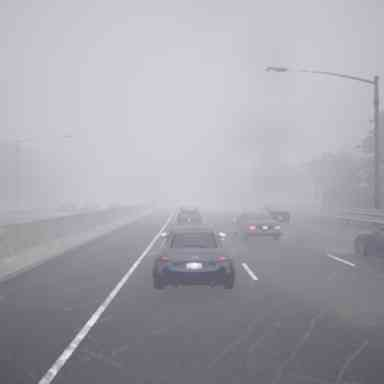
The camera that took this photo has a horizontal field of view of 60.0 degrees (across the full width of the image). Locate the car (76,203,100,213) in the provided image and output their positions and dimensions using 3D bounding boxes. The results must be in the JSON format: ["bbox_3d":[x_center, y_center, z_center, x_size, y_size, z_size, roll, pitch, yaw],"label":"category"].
[{"bbox_3d":[-15.165,2.334,49.753,2.033,1.411,5.357,0,-1,-2],"label":"car"}]

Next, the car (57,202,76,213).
[{"bbox_3d":[-18.677,2.303,50.060,1.837,1.490,4.892,0,-2,-2],"label":"car"}]

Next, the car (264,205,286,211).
[{"bbox_3d":[6.705,1.862,27.991,1.882,1.535,5.008,0,-1,-1],"label":"car"}]

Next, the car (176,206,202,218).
[{"bbox_3d":[-0.250,1.850,26.227,2.128,1.511,4.902,0,-1,-1],"label":"car"}]

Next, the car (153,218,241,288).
[{"bbox_3d":[0.030,1.656,9.508,1.994,1.385,4.181,0,-1,-1],"label":"car"}]

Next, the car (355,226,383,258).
[{"bbox_3d":[7.025,1.629,10.559,1.812,1.442,4.674,0,-1,-1],"label":"car"}]

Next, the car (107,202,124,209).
[{"bbox_3d":[-11.711,2.327,51.255,1.882,1.535,5.008,0,-1,-3],"label":"car"}]

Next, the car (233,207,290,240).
[{"bbox_3d":[3.416,1.772,18.219,2.033,1.411,5.357,0,-1,-1],"label":"car"}]
